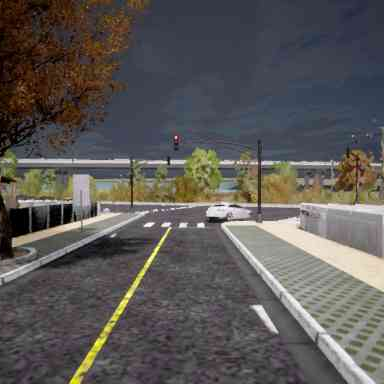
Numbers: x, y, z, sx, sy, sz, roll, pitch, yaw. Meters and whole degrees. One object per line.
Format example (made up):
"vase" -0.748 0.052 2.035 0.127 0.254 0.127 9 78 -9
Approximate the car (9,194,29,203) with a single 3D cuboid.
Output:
"car" -38.943 1.440 74.653 4.553 1.767 2.097 -1 2 36

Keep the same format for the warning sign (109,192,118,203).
"warning sign" -14.247 0.995 60.260 1.060 1.860 1.300 2 1 36

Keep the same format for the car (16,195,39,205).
"car" -32.666 1.577 66.082 4.553 1.767 2.097 -1 2 36

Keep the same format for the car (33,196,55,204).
"car" -30.523 1.600 68.545 4.892 1.490 1.837 -1 2 36

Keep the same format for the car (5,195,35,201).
"car" -32.070 1.846 61.641 5.357 1.411 2.033 -1 2 36

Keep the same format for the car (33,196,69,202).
"car" -21.007 1.779 49.468 5.008 1.535 1.882 0 2 36

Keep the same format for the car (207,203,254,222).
"car" 3.103 1.591 26.544 1.812 1.442 4.674 -1 -3 44

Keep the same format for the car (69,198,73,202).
"car" -18.987 1.668 52.018 5.008 1.535 1.882 0 2 36
